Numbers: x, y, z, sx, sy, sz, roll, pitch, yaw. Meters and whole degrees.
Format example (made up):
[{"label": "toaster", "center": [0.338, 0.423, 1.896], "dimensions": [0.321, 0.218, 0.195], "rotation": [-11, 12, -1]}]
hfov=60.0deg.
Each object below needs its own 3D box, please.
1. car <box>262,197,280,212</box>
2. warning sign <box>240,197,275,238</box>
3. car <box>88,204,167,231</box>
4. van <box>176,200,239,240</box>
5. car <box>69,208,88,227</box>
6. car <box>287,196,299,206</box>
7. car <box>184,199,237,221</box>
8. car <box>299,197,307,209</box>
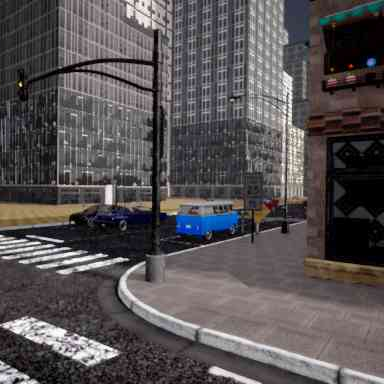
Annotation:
[{"label": "car", "center": [7.536, 1.505, 36.247], "dimensions": [1.895, 1.301, 4.718], "rotation": [1, 1, 36]}, {"label": "warning sign", "center": [3.184, 1.176, 16.086], "dimensions": [1.300, 1.860, 1.060], "rotation": [1, 1, 35]}, {"label": "car", "center": [-3.711, 1.540, 20.493], "dimensions": [1.895, 1.301, 4.718], "rotation": [1, 1, 35]}, {"label": "van", "center": [0.904, 1.368, 16.983], "dimensions": [1.690, 1.788, 3.998], "rotation": [1, 1, 35]}, {"label": "car", "center": [-5.921, 1.466, 21.852], "dimensions": [1.947, 1.339, 4.313], "rotation": [1, 1, 35]}, {"label": "car", "center": [16.469, 1.363, 53.243], "dimensions": [1.752, 1.417, 4.829], "rotation": [1, 1, 35]}, {"label": "car", "center": [1.678, 1.413, 28.044], "dimensions": [2.128, 1.511, 4.902], "rotation": [1, 1, 35]}, {"label": "car", "center": [15.637, 1.414, 42.204], "dimensions": [1.882, 1.535, 5.008], "rotation": [1, 1, 36]}]
